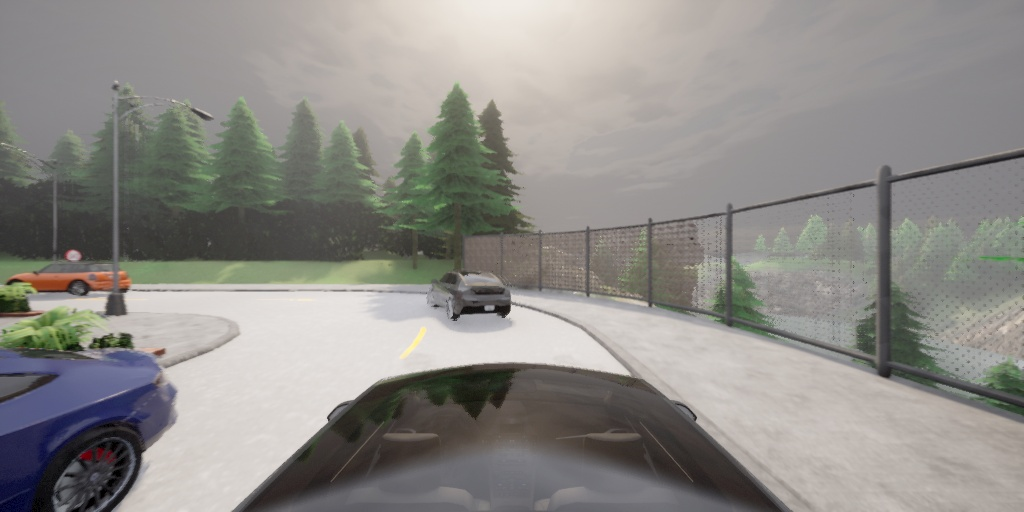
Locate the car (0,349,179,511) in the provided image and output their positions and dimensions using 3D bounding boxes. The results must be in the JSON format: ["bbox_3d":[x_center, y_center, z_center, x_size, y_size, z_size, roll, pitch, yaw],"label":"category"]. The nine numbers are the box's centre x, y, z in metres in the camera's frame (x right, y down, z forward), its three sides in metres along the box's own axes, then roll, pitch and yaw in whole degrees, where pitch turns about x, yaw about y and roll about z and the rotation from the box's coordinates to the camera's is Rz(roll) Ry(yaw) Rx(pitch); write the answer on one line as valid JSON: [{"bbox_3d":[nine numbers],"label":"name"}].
[{"bbox_3d":[-4.008,1.276,1.406,1.812,1.442,4.674,0,0,1],"label":"car"}]

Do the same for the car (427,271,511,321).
[{"bbox_3d":[-1.639,1.253,12.701,1.837,1.490,4.892,2,0,-24],"label":"car"}]

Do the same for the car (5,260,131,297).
[{"bbox_3d":[-22.503,1.093,18.274,4.553,1.767,2.097,0,0,0],"label":"car"}]
